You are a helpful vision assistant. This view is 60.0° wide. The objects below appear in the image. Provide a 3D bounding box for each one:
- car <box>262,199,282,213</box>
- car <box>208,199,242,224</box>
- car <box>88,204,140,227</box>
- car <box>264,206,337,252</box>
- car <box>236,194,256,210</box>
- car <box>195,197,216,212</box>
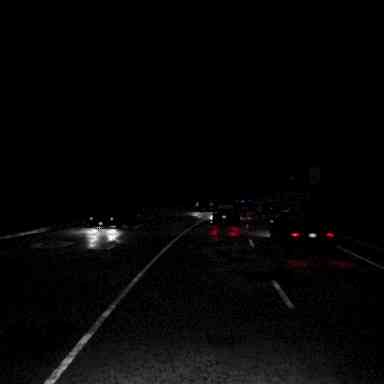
[{"bbox_3d":[8.743,1.504,36.366,1.882,1.535,5.008,0,0,15],"label":"car"},{"bbox_3d":[2.622,1.532,25.171,1.812,1.442,4.674,0,0,10],"label":"car"},{"bbox_3d":[-5.127,1.531,22.807,2.033,1.411,5.357,0,0,9],"label":"car"},{"bbox_3d":[4.481,1.559,14.077,2.033,1.411,5.357,0,0,6],"label":"car"},{"bbox_3d":[6.856,1.239,42.448,2.150,2.045,5.566,0,0,17],"label":"car"},{"bbox_3d":[1.838,1.352,38.319,2.097,1.767,4.553,0,0,16],"label":"car"}]
